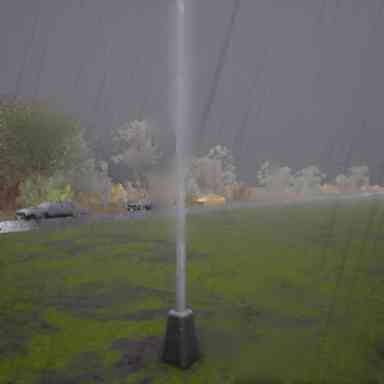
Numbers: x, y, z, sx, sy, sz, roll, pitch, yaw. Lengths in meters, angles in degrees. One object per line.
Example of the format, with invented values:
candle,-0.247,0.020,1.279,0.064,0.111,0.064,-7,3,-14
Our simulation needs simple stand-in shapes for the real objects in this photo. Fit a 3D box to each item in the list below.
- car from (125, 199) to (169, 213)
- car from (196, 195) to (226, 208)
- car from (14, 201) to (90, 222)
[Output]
car,-4.458,1.356,33.255,1.895,1.301,4.718,0,1,36
car,2.456,1.130,42.677,1.882,1.535,5.008,0,1,36
car,-10.382,1.387,25.160,2.033,1.411,5.357,0,1,36
